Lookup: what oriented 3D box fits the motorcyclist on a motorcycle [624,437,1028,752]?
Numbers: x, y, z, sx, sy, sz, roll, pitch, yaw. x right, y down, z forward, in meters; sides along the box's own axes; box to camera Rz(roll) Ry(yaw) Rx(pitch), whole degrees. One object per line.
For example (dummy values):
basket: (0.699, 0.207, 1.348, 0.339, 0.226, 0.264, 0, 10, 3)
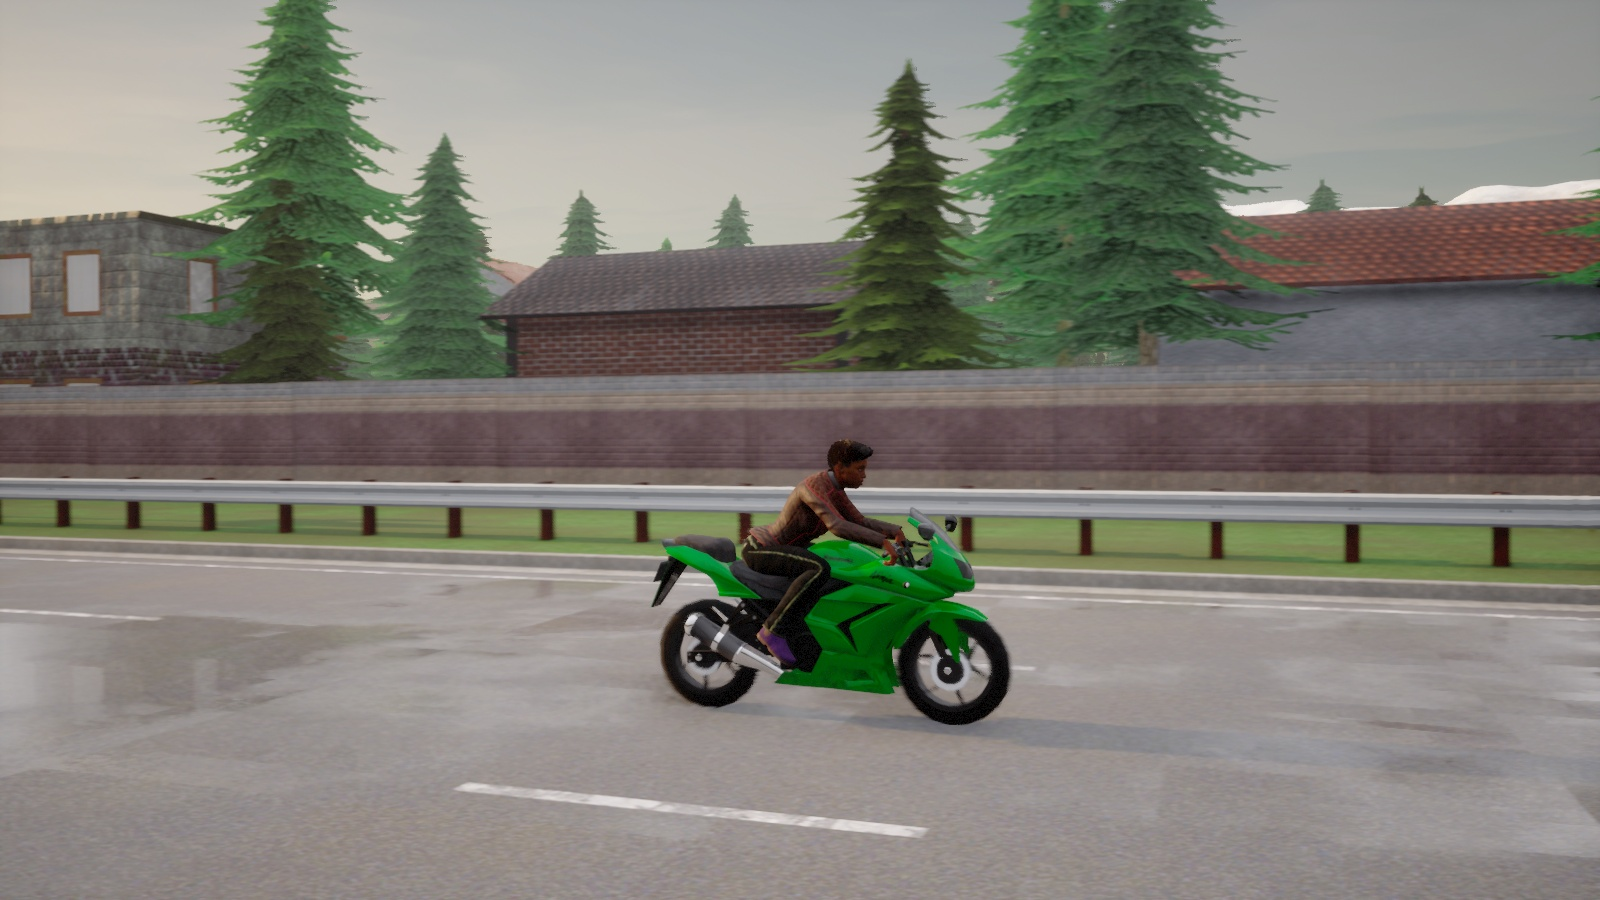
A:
motorcyclist on a motorcycle: (0.147, 0.700, 6.836, 2.044, 1.523, 0.797, 1, 1, 19)
